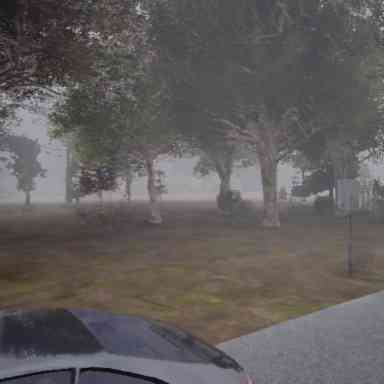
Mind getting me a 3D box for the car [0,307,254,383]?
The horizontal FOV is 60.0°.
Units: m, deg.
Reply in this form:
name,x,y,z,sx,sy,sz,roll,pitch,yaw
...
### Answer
name,x,y,z,sx,sy,sz,roll,pitch,yaw
car,-1.507,1.561,1.922,4.181,1.385,1.994,0,0,-35
